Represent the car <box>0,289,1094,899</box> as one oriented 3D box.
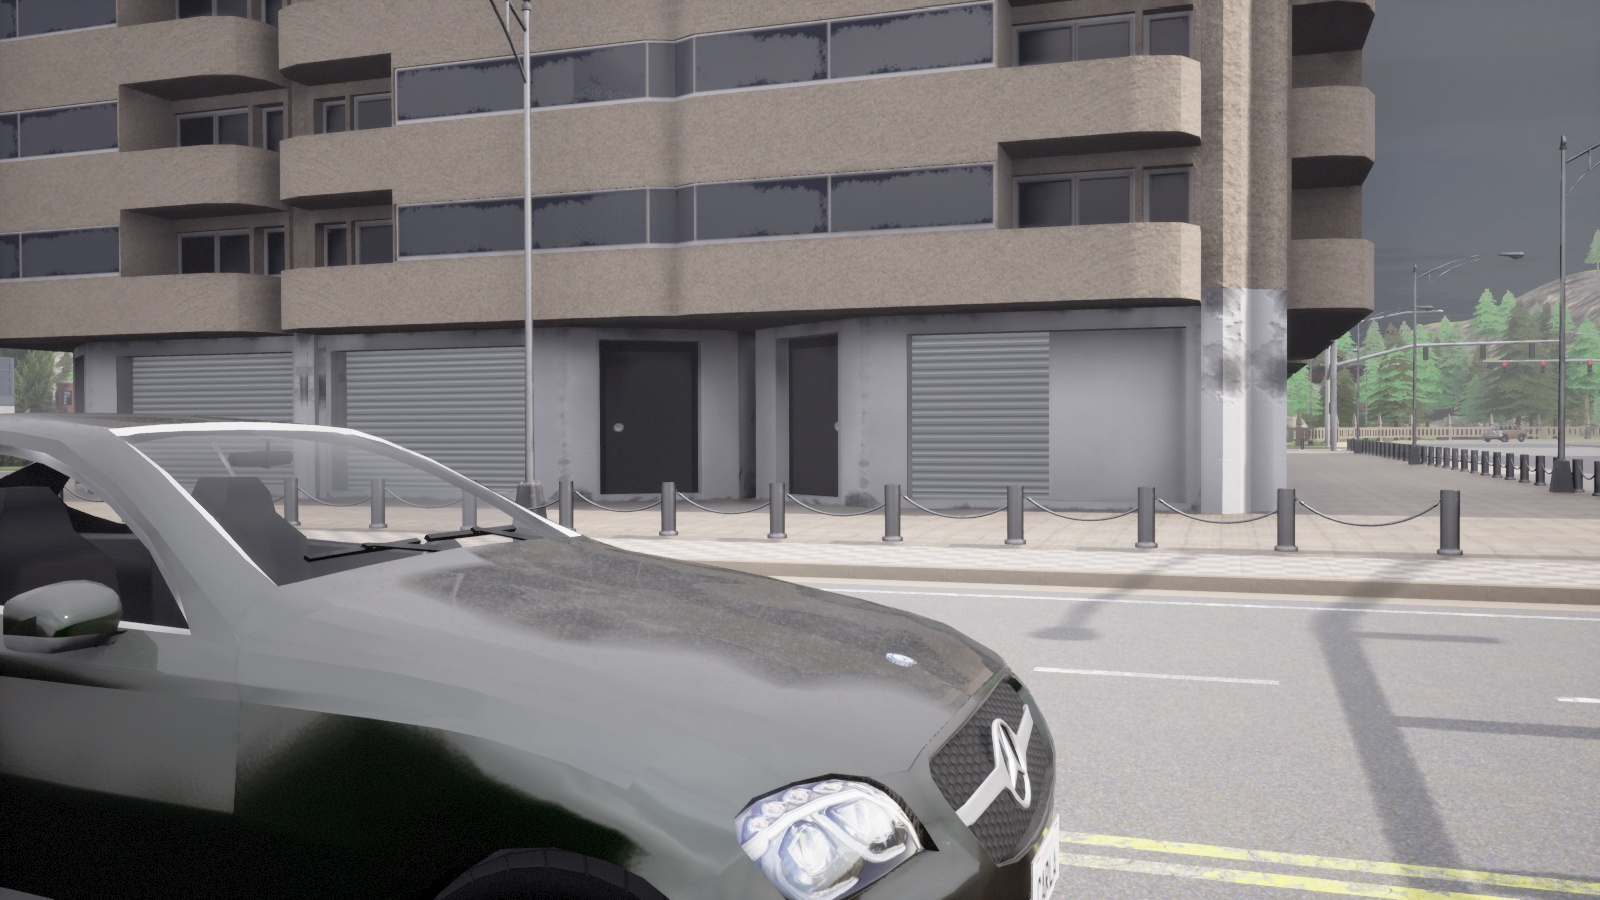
[{"bbox_3d":[-1.794,0.538,3.794,5.027,1.651,2.152,1,1,19],"label":"car"}]
